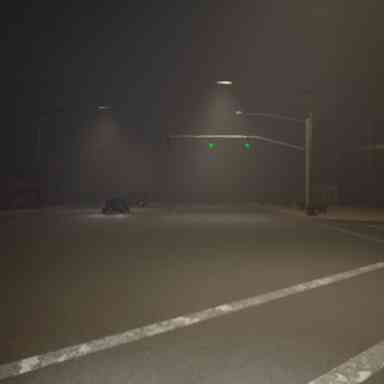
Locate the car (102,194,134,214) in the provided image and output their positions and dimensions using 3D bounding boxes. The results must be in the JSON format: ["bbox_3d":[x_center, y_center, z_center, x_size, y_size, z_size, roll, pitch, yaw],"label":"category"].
[{"bbox_3d":[-7.081,1.225,31.486,1.812,1.442,4.674,0,0,0],"label":"car"}]

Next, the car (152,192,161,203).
[{"bbox_3d":[-6.998,0.934,61.144,2.150,2.045,5.566,0,0,0],"label":"car"}]

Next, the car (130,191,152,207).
[{"bbox_3d":[-7.048,0.900,43.297,2.150,2.045,5.566,0,1,2],"label":"car"}]
